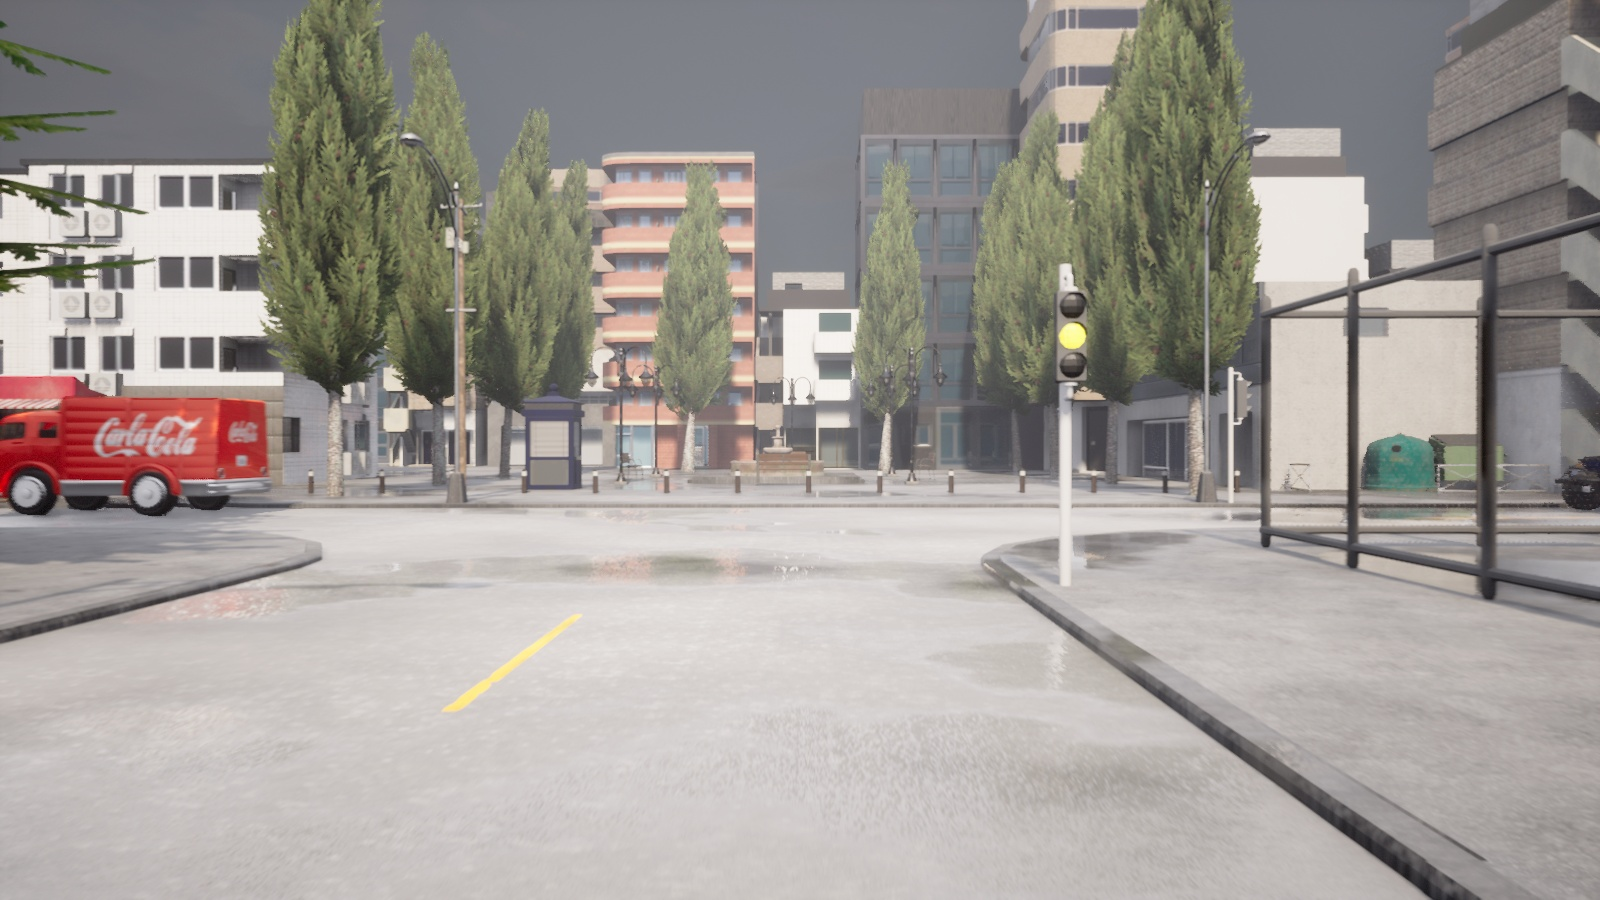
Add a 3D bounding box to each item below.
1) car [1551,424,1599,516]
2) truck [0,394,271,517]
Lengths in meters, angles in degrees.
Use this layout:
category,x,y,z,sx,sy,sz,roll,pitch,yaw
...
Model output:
category,x,y,z,sx,sy,sz,roll,pitch,yaw
car,18.375,0.408,26.528,3.866,1.878,1.905,0,0,0
truck,-14.397,0.098,26.648,5.204,2.467,2.627,0,0,3
